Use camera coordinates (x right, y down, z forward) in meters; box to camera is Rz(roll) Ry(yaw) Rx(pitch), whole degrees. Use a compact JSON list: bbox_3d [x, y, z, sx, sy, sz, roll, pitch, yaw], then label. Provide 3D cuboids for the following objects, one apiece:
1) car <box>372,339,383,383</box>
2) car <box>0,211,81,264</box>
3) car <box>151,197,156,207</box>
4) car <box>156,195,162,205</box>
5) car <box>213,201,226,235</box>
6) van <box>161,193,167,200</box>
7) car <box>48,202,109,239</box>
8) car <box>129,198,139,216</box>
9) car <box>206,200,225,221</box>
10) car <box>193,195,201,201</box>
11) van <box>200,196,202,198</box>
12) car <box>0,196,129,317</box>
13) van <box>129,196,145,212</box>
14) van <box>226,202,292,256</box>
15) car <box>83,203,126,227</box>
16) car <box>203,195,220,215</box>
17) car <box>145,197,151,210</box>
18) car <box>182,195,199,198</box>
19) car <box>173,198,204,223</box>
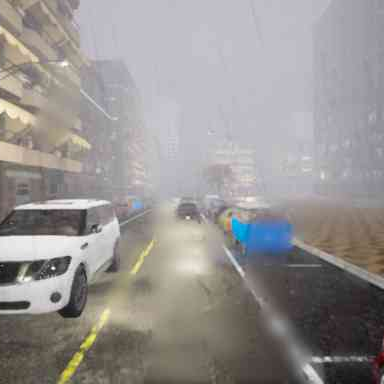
[{"bbox_3d":[2.685,1.560,1.661,1.802,1.307,4.206,-1,0,-1],"label":"car"},{"bbox_3d":[-5.890,1.561,12.564,2.008,1.369,4.403,-1,0,-1],"label":"car"},{"bbox_3d":[-6.481,1.539,45.717,1.802,1.307,4.206,-1,0,-1],"label":"car"},{"bbox_3d":[-6.678,1.510,56.769,1.947,1.339,4.313,-1,0,-1],"label":"car"},{"bbox_3d":[2.387,1.468,18.407,1.752,1.417,4.829,-1,0,-1],"label":"car"},{"bbox_3d":[-7.174,1.265,84.397,1.690,1.788,3.998,-1,0,-1],"label":"van"},{"bbox_3d":[-5.990,1.440,18.088,1.967,1.590,4.097,-1,0,-1],"label":"car"},{"bbox_3d":[-6.186,1.526,29.141,1.887,1.381,4.507,-1,0,-1],"label":"car"},{"bbox_3d":[2.291,1.499,23.764,1.947,1.339,4.313,-1,0,-1],"label":"car"},{"bbox_3d":[1.208,1.412,84.546,1.887,1.381,4.507,-1,0,-1],"label":"car"},{"bbox_3d":[2.091,1.257,34.816,1.690,1.788,3.998,-1,0,-1],"label":"van"},{"bbox_3d":[-3.110,1.224,7.776,2.150,2.045,5.566,0,0,-1],"label":"car"},{"bbox_3d":[-6.287,1.314,34.667,1.690,1.788,3.998,-1,0,-1],"label":"van"},{"bbox_3d":[2.486,1.295,12.712,1.690,1.788,3.998,-1,0,-1],"label":"van"},{"bbox_3d":[-6.087,1.556,23.615,1.947,1.339,4.313,-1,0,-1],"label":"car"},{"bbox_3d":[2.191,1.365,29.289,1.967,1.590,4.097,-1,0,-1],"label":"car"},{"bbox_3d":[-6.383,1.547,40.192,1.802,1.307,4.206,-1,0,-1],"label":"car"},{"bbox_3d":[-0.589,1.277,39.921,2.097,1.767,4.553,0,0,-1],"label":"car"},{"bbox_3d":[-0.318,1.455,24.802,1.837,1.490,4.892,0,0,-1],"label":"car"}]
